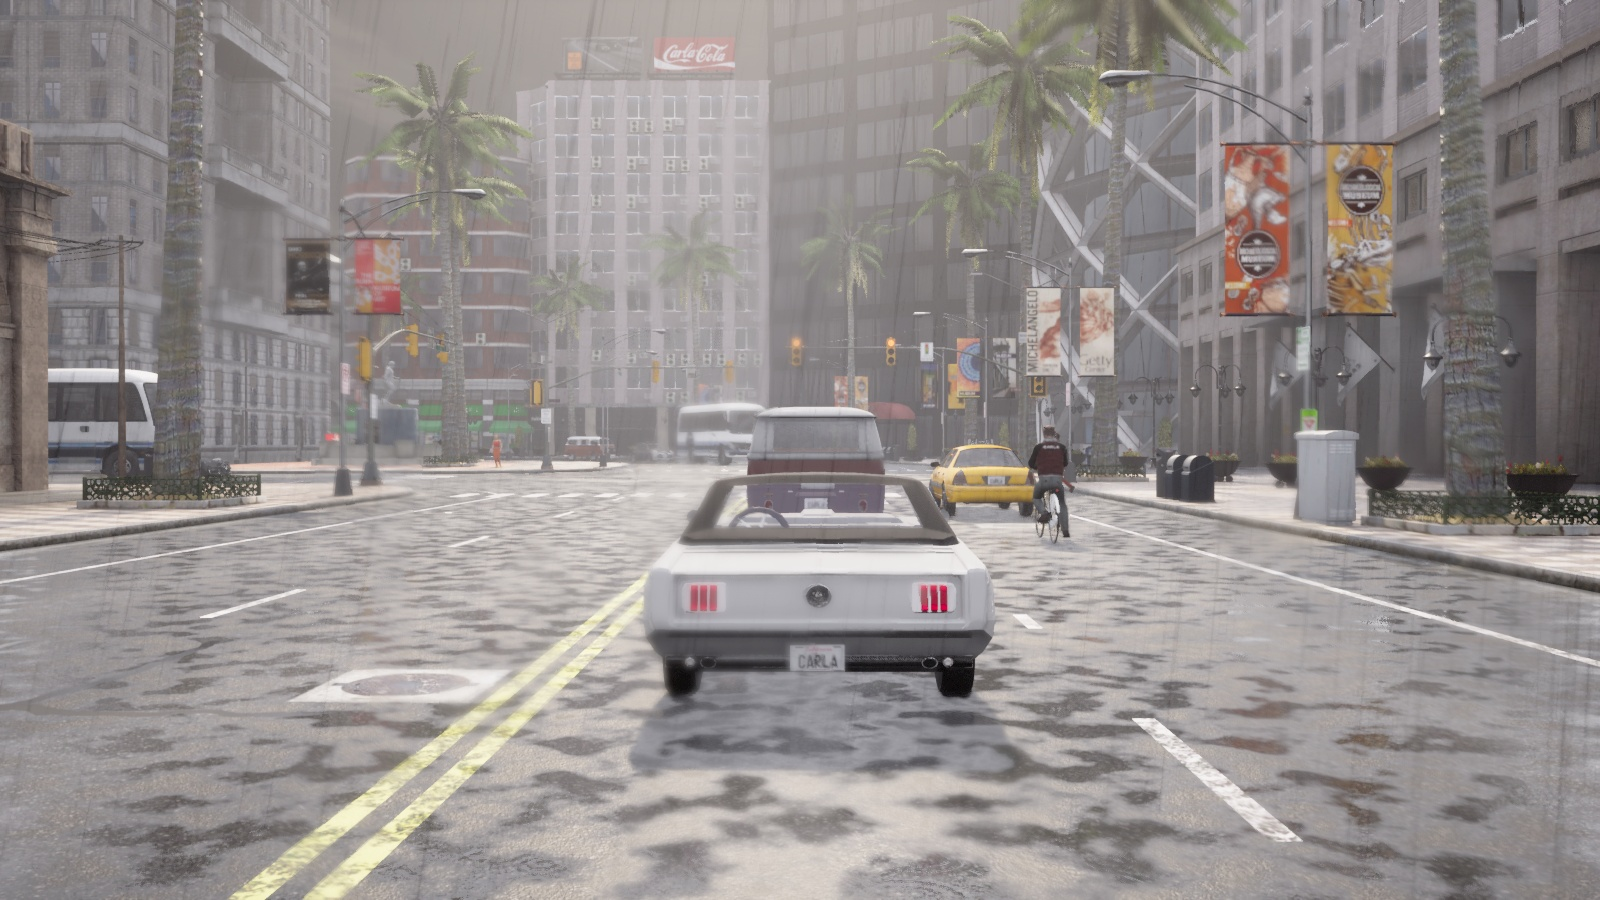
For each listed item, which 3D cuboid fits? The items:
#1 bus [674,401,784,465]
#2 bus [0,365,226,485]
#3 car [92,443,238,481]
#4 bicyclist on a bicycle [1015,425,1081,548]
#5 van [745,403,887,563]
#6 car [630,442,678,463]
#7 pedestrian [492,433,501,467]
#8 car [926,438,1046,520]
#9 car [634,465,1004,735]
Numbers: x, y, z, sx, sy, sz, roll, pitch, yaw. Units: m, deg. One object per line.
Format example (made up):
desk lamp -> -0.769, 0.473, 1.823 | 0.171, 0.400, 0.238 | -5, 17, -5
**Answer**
bus -> -5.178, -1.132, 88.276 | 3.944, 4.253, 10.273 | 0, 0, -27
bus -> -27.301, -0.914, 46.485 | 10.273, 4.253, 3.944 | 0, 0, 0
car -> -25.251, 0.449, 49.998 | 4.892, 1.490, 1.837 | 0, 0, 1
bicyclist on a bicycle -> 3.738, 0.512, 19.057 | 0.659, 1.776, 1.843 | 0, 1, 1
van -> 0.224, 0.399, 17.841 | 1.775, 1.987, 4.442 | 0, 0, 1
car -> -10.619, 0.190, 91.039 | 1.970, 1.475, 3.806 | 0, 0, -34
pedestrian -> -16.444, 0.006, 68.079 | 0.345, 1.836, 0.594 | 0, 0, 0
car -> 3.818, 0.538, 26.653 | 1.801, 1.575, 5.366 | 0, 0, 1
car -> 0.125, 0.797, 8.803 | 1.895, 1.301, 4.718 | 0, 0, 1
